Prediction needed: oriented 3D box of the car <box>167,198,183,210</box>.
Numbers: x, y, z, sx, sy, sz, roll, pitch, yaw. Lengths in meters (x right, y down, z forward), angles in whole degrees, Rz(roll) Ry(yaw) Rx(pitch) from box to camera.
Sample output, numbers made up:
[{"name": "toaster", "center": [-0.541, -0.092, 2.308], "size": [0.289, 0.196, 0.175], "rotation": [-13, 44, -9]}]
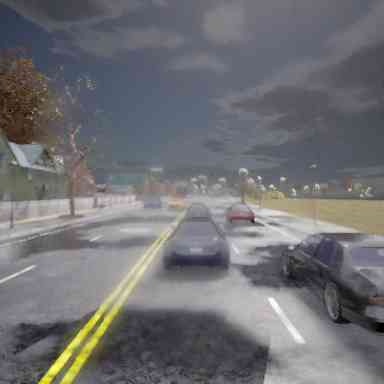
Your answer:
[{"name": "car", "center": [-2.166, 1.584, 45.095], "size": [1.882, 1.535, 5.008], "rotation": [0, 0, 3]}]

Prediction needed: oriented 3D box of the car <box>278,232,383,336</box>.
[{"name": "car", "center": [3.328, 1.563, 7.062], "size": [2.033, 1.411, 5.357], "rotation": [0, 0, 1]}]

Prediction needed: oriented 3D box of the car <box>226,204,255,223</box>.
[{"name": "car", "center": [3.741, 1.620, 26.304], "size": [1.994, 1.385, 4.181], "rotation": [0, 0, 2]}]

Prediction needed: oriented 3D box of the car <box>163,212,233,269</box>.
[{"name": "car", "center": [0.161, 1.585, 11.219], "size": [1.994, 1.385, 4.181], "rotation": [0, 0, 1]}]

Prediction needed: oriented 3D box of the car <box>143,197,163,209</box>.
[{"name": "car", "center": [-5.360, 1.461, 46.141], "size": [2.097, 1.767, 4.553], "rotation": [0, 0, 3]}]

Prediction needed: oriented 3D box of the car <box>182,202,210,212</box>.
[{"name": "car", "center": [0.493, 1.619, 26.413], "size": [1.994, 1.385, 4.181], "rotation": [0, 0, 2]}]
